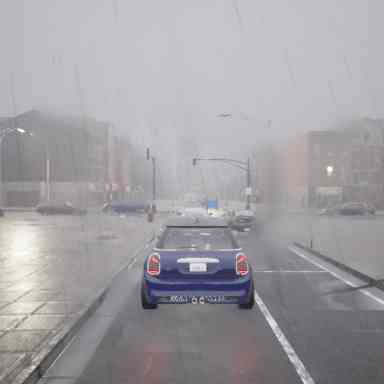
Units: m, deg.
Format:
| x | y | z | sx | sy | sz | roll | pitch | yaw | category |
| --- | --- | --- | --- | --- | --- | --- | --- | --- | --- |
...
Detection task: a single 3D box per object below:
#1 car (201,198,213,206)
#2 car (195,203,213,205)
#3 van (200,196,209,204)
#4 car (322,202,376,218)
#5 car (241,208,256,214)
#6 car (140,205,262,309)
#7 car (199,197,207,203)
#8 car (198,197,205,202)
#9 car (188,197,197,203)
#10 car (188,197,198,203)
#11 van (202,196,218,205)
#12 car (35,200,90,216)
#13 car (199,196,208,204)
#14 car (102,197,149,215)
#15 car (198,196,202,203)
| x | y | z | sx | sy | sz | roll | pitch | yaw | category |
| --- | --- | --- | --- | --- | --- | --- | --- | --- | --- |
| 2.684 | 1.793 | 60.911 | 2.008 | 1.369 | 4.403 | -1 | -1 | 0 | car |
| 0.147 | 1.546 | 17.831 | 1.812 | 1.442 | 4.674 | 0 | 0 | 1 | car |
| 2.689 | 1.674 | 71.494 | 1.690 | 1.788 | 3.998 | -1 | -1 | 0 | van |
| 15.548 | 1.746 | 33.017 | 4.902 | 1.511 | 2.128 | 1 | 1 | 0 | car |
| 2.644 | 1.572 | 18.083 | 2.008 | 1.369 | 4.403 | -1 | 0 | 0 | car |
| 0.106 | 1.355 | 8.011 | 2.097 | 1.767 | 4.553 | 0 | 0 | 0 | car |
| 2.704 | 1.982 | 82.072 | 1.887 | 1.381 | 4.507 | -1 | -1 | 0 | car |
| 2.715 | 2.138 | 92.651 | 1.802 | 1.307 | 4.206 | -2 | -1 | 0 | car |
| 0.089 | 2.003 | 85.890 | 2.128 | 1.511 | 4.902 | 0 | -1 | 0 | car |
| 0.081 | 1.970 | 75.923 | 1.895 | 1.301 | 4.718 | 0 | -1 | 0 | car |
| 2.665 | 1.474 | 45.042 | 1.690 | 1.788 | 3.998 | -1 | 0 | 0 | van |
| -11.688 | 1.458 | 30.150 | 4.674 | 1.442 | 1.812 | 1 | 1 | 2 | car |
| 2.696 | 1.824 | 76.783 | 1.967 | 1.590 | 4.097 | -1 | -1 | 0 | car |
| -6.527 | 1.316 | 33.080 | 4.553 | 1.767 | 2.097 | 1 | 1 | 0 | car |
| 2.674 | 1.516 | 55.624 | 2.192 | 1.841 | 5.009 | -1 | 0 | 0 | car |
